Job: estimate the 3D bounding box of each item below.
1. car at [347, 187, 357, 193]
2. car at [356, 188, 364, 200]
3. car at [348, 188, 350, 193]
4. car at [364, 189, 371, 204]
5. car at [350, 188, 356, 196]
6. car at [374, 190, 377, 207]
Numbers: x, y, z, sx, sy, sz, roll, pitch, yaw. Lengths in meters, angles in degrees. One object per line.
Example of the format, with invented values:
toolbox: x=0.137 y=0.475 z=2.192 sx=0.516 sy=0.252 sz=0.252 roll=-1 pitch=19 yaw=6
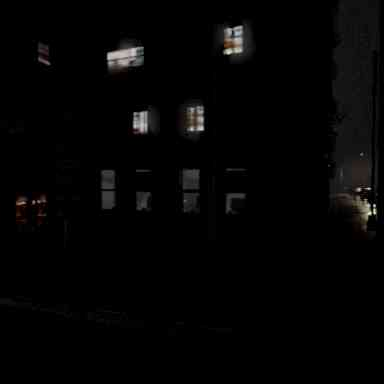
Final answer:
car: x=39.254 y=-0.426 z=81.565 sx=1.947 sy=1.339 sz=4.313 roll=1 pitch=1 yaw=23
car: x=23.801 y=0.271 z=44.920 sx=1.967 sy=1.590 sz=4.097 roll=1 pitch=1 yaw=23
car: x=32.630 y=-0.090 z=65.861 sx=2.008 sy=1.369 sz=4.403 roll=1 pitch=1 yaw=23
car: x=19.386 y=0.508 z=34.450 sx=1.967 sy=1.590 sz=4.097 roll=1 pitch=1 yaw=23
car: x=30.423 y=0.027 z=60.625 sx=2.008 sy=1.369 sz=4.403 roll=1 pitch=1 yaw=23
car: x=17.111 y=0.716 z=29.060 sx=1.752 sy=1.417 sz=4.829 roll=1 pitch=1 yaw=23
